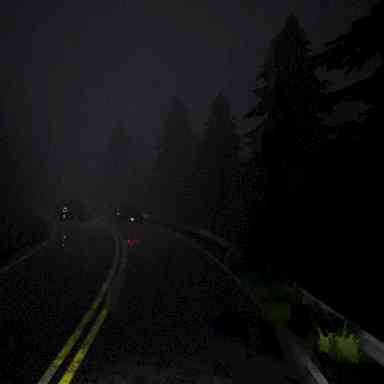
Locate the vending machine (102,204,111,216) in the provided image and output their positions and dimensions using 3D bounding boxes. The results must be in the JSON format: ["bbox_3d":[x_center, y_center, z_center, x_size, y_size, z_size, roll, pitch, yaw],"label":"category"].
[{"bbox_3d":[-15.961,3.403,62.230,1.100,2.100,0.880,4,-4,7],"label":"vending machine"}]

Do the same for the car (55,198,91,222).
[{"bbox_3d":[-9.263,1.279,25.721,2.097,1.767,4.553,2,-1,-28],"label":"car"}]

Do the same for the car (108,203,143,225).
[{"bbox_3d":[-4.991,1.567,24.643,1.837,1.490,4.892,3,-1,-24],"label":"car"}]

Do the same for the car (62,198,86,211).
[{"bbox_3d":[-14.286,1.498,40.138,1.837,1.490,4.892,3,-2,-30],"label":"car"}]
